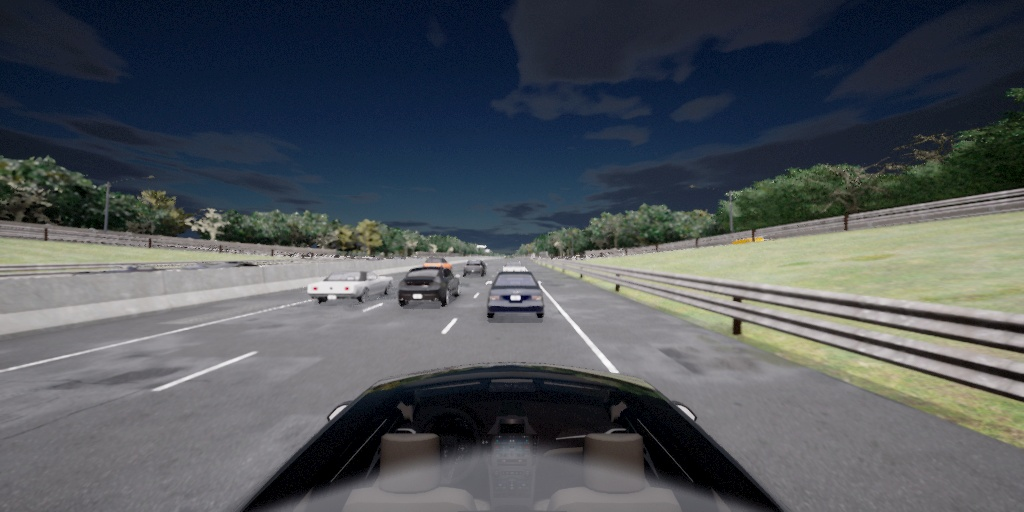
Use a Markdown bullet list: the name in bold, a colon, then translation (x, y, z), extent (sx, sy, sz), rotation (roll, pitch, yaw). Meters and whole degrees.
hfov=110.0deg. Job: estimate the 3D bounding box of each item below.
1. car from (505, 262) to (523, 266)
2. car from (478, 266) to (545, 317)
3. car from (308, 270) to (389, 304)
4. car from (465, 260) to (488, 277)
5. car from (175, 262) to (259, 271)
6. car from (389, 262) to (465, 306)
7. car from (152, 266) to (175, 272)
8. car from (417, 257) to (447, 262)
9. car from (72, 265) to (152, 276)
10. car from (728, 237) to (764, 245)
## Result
- **car**: translation (0.157, 1.197, 31.566), extent (1.895, 1.301, 4.718), rotation (0, 0, 0)
- **car**: translation (0.114, 1.240, 12.832), extent (2.033, 1.411, 5.357), rotation (0, 0, 0)
- **car**: translation (-6.879, 1.277, 15.952), extent (1.895, 1.301, 4.718), rotation (0, 0, 0)
- **car**: translation (-3.334, 1.079, 33.198), extent (2.128, 1.511, 4.902), rotation (0, 0, 0)
- **car**: translation (-17.560, 1.148, 22.254), extent (1.837, 1.490, 4.892), rotation (0, 0, 0)
- **car**: translation (-3.381, 1.185, 15.287), extent (1.837, 1.490, 4.892), rotation (0, 0, 0)
- **car**: translation (-21.054, 1.197, 24.194), extent (1.994, 1.385, 4.181), rotation (0, 0, 0)
- **car**: translation (-6.835, 0.940, 32.971), extent (2.097, 1.767, 4.553), rotation (0, 0, 0)
- **car**: translation (-24.559, 1.241, 22.846), extent (1.895, 1.301, 4.718), rotation (0, 0, 0)
- **car**: translation (32.753, -2.013, 50.409), extent (1.882, 1.535, 5.008), rotation (0, -3, -8)
